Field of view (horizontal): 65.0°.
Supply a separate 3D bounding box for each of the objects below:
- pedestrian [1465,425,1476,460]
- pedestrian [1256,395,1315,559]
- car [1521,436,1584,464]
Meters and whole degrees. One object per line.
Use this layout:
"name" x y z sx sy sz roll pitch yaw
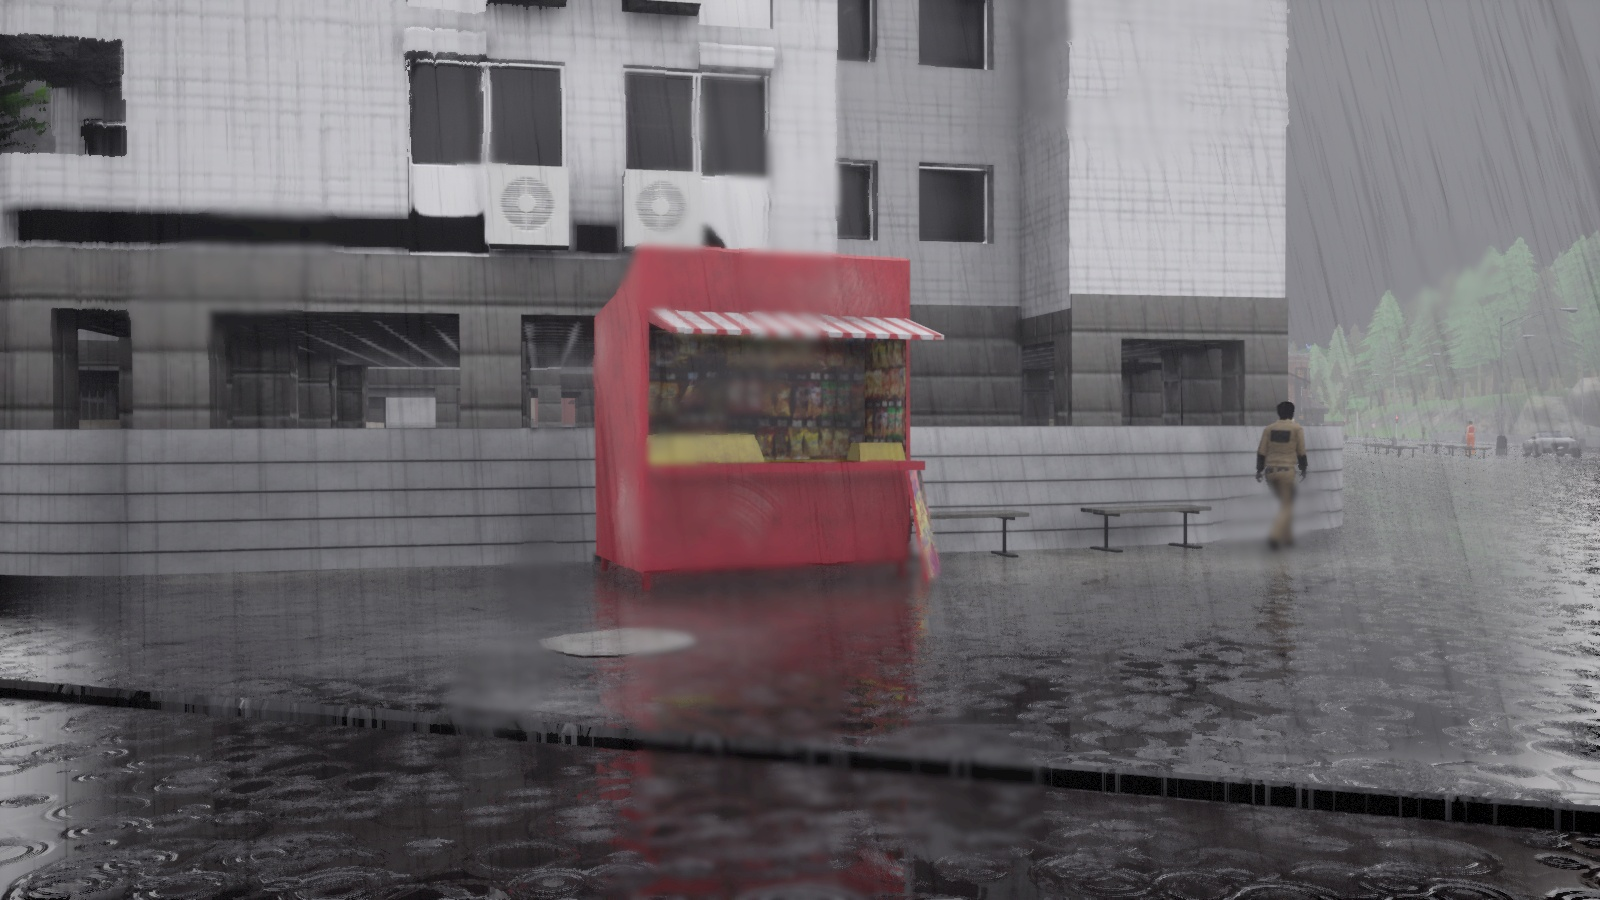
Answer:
"pedestrian" 36.016 -0.408 67.432 0.345 1.836 0.594 0 1 8
"pedestrian" 5.859 0.316 15.144 0.692 1.930 0.396 -1 1 -44
"car" 39.565 -0.020 66.143 1.994 1.385 4.181 1 1 18
